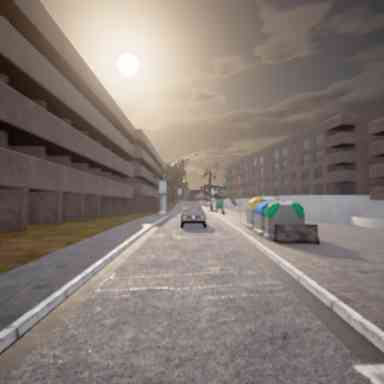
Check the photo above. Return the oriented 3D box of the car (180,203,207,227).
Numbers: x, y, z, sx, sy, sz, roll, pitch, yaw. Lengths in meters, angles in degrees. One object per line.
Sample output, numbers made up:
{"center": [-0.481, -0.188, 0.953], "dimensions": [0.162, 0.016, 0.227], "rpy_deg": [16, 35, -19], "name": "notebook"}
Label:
{"center": [0.101, 1.774, 24.572], "dimensions": [2.033, 1.411, 5.357], "rpy_deg": [0, -1, 0], "name": "car"}
